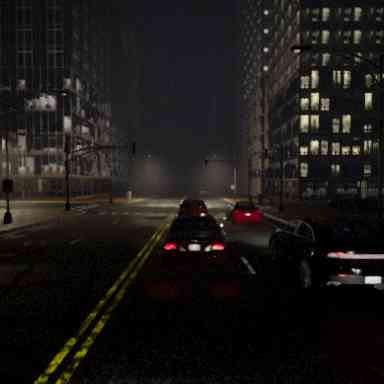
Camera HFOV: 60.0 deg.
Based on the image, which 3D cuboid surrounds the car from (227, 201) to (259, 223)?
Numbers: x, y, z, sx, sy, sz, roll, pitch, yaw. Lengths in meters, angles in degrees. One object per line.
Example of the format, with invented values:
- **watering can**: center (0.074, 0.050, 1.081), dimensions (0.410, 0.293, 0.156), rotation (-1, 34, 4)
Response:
- **car**: center (3.344, 1.279, 21.783), dimensions (1.994, 1.385, 4.181), rotation (0, 1, 0)

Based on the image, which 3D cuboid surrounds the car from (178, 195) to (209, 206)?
- **car**: center (0.099, 1.191, 21.894), dimensions (1.882, 1.535, 5.008), rotation (0, 1, 1)

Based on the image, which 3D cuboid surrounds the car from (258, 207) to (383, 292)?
- **car**: center (3.349, 1.380, 8.570), dimensions (2.128, 1.511, 4.902), rotation (0, 1, 0)

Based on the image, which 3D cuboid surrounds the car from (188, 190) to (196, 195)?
- **car**: center (-0.021, 0.379, 84.701), dimensions (1.812, 1.442, 4.674), rotation (0, 1, 0)

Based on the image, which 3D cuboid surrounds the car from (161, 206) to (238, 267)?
- **car**: center (0.092, 1.406, 10.860), dimensions (2.033, 1.411, 5.357), rotation (0, 1, 1)

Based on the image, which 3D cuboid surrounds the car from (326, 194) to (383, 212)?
- **car**: center (16.193, 1.096, 33.505), dimensions (5.009, 1.841, 2.192), rotation (1, 1, 1)

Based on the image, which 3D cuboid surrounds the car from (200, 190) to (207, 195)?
- **car**: center (3.226, 0.077, 94.701), dimensions (1.812, 1.442, 4.674), rotation (0, 1, 0)

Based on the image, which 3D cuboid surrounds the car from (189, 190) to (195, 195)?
- **car**: center (-0.024, 0.148, 94.732), dimensions (1.895, 1.301, 4.718), rotation (0, 1, 0)

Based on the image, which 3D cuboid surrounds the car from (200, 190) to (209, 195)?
- **car**: center (3.229, 0.449, 84.733), dimensions (1.895, 1.301, 4.718), rotation (0, 1, 0)
